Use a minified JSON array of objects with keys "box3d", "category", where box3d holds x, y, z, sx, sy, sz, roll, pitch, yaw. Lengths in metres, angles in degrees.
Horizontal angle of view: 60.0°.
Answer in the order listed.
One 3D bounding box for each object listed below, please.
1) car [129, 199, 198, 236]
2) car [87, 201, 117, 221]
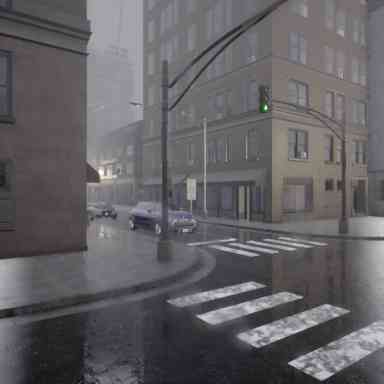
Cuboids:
[{"box3d":[-1.624,1.269,17.977,2.097,1.767,4.553,0,0,-36],"category":"car"},{"box3d":[-7.418,1.428,26.084,1.994,1.385,4.181,0,0,-35],"category":"car"}]
